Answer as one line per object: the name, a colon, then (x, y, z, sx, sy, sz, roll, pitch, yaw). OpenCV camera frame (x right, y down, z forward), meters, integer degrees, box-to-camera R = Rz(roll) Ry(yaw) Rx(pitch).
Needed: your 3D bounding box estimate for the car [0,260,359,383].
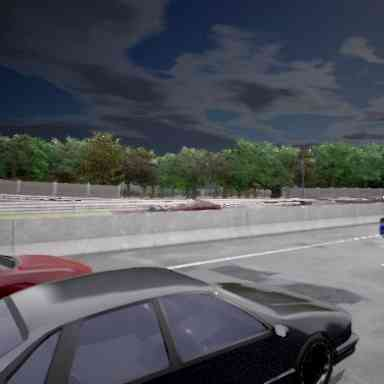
car: (-0.509, 1.548, 3.383, 5.357, 1.411, 2.033, 0, 0, -35)

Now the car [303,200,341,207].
car: (11.456, 1.480, 29.339, 5.008, 1.535, 1.882, 0, 0, -35)

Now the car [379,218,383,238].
car: (10.848, 1.480, 15.780, 5.008, 1.535, 1.882, 0, 0, -36)

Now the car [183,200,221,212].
car: (0.385, 1.481, 30.054, 5.008, 1.535, 1.882, 0, 0, -35)

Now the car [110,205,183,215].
car: (-3.315, 1.604, 23.119, 4.718, 1.301, 1.895, 0, 0, -35)

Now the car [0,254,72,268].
car: (-4.076, 1.478, 5.138, 5.008, 1.535, 1.882, 0, 0, -35)
